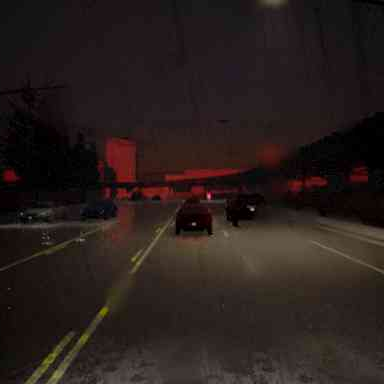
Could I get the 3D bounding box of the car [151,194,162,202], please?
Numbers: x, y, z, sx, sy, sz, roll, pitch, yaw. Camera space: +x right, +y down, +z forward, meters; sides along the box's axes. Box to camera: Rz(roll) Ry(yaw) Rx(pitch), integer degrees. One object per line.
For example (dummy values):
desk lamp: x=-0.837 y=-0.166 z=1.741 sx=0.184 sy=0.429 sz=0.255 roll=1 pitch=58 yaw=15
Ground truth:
car: x=-7.225 y=1.200 z=68.236 sx=2.033 sy=1.411 sz=5.357 roll=0 pitch=0 yaw=-2

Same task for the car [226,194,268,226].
car: x=3.589 y=1.112 z=22.447 sx=2.150 sy=2.045 sz=5.566 roll=0 pitch=0 yaw=0

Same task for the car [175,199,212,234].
car: x=0.089 y=1.387 z=18.513 sx=1.882 sy=1.535 sz=5.008 roll=0 pitch=0 yaw=0

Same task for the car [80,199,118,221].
car: x=-7.111 y=1.351 z=25.908 sx=1.882 sy=1.535 sz=5.008 roll=0 pitch=0 yaw=0

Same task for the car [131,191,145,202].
car: x=-10.583 y=0.901 z=65.114 sx=2.150 sy=2.045 sz=5.566 roll=0 pitch=1 yaw=-1

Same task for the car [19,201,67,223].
car: x=-10.620 y=1.408 z=24.147 sx=1.812 sy=1.442 sz=4.674 roll=0 pitch=0 yaw=0
